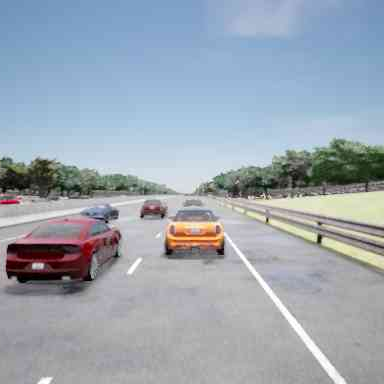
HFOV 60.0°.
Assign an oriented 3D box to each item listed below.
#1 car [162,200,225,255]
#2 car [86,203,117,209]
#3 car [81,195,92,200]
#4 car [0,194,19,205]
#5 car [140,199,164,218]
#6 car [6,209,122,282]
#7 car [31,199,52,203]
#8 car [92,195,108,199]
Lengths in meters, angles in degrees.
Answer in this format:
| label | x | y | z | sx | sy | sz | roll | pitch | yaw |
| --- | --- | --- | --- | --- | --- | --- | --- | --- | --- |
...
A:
| label | x | y | z | sx | sy | sz | roll | pitch | yaw |
| --- | --- | --- | --- | --- | --- | --- | --- | --- | --- |
| car | 0.104 | 1.366 | 13.548 | 2.097 | 1.767 | 4.553 | 0 | 0 | 0 |
| car | -6.891 | 1.574 | 25.302 | 2.033 | 1.411 | 5.357 | 0 | 0 | 0 |
| car | -24.471 | 1.412 | 78.110 | 1.882 | 1.535 | 5.008 | 0 | 0 | 0 |
| car | -21.081 | 1.263 | 36.340 | 2.150 | 2.045 | 5.566 | 0 | 0 | 0 |
| car | -3.389 | 1.385 | 30.476 | 2.097 | 1.767 | 4.553 | 0 | 0 | 0 |
| car | -3.396 | 1.488 | 9.811 | 1.882 | 1.535 | 5.008 | 0 | 0 | 0 |
| car | -17.573 | 1.572 | 38.768 | 1.812 | 1.442 | 4.674 | 0 | 0 | 0 |
| car | -20.971 | 1.444 | 77.753 | 2.097 | 1.767 | 4.553 | 0 | 0 | 0 |
